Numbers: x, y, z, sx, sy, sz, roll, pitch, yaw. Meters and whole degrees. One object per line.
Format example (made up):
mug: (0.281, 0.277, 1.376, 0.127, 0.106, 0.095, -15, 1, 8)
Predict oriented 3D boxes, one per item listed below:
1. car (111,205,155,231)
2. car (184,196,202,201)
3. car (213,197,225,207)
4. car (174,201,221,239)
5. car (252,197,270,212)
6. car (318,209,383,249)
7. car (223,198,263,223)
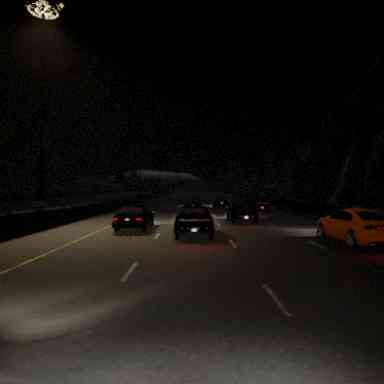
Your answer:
car: (-3.397, 1.485, 19.911, 2.033, 1.411, 5.357, 0, 0, 0)
car: (0.105, 1.225, 38.714, 1.882, 1.535, 5.008, 0, 1, 0)
car: (3.606, 1.263, 42.004, 1.994, 1.385, 4.181, 0, 1, 0)
car: (0.102, 1.448, 17.026, 2.128, 1.511, 4.902, 0, 0, 0)
car: (7.105, 1.287, 35.966, 1.837, 1.490, 4.892, 0, 1, 0)
car: (7.102, 1.447, 14.366, 1.882, 1.535, 5.008, 0, 0, 0)
car: (3.604, 1.409, 24.467, 1.837, 1.490, 4.892, 0, 1, 0)
